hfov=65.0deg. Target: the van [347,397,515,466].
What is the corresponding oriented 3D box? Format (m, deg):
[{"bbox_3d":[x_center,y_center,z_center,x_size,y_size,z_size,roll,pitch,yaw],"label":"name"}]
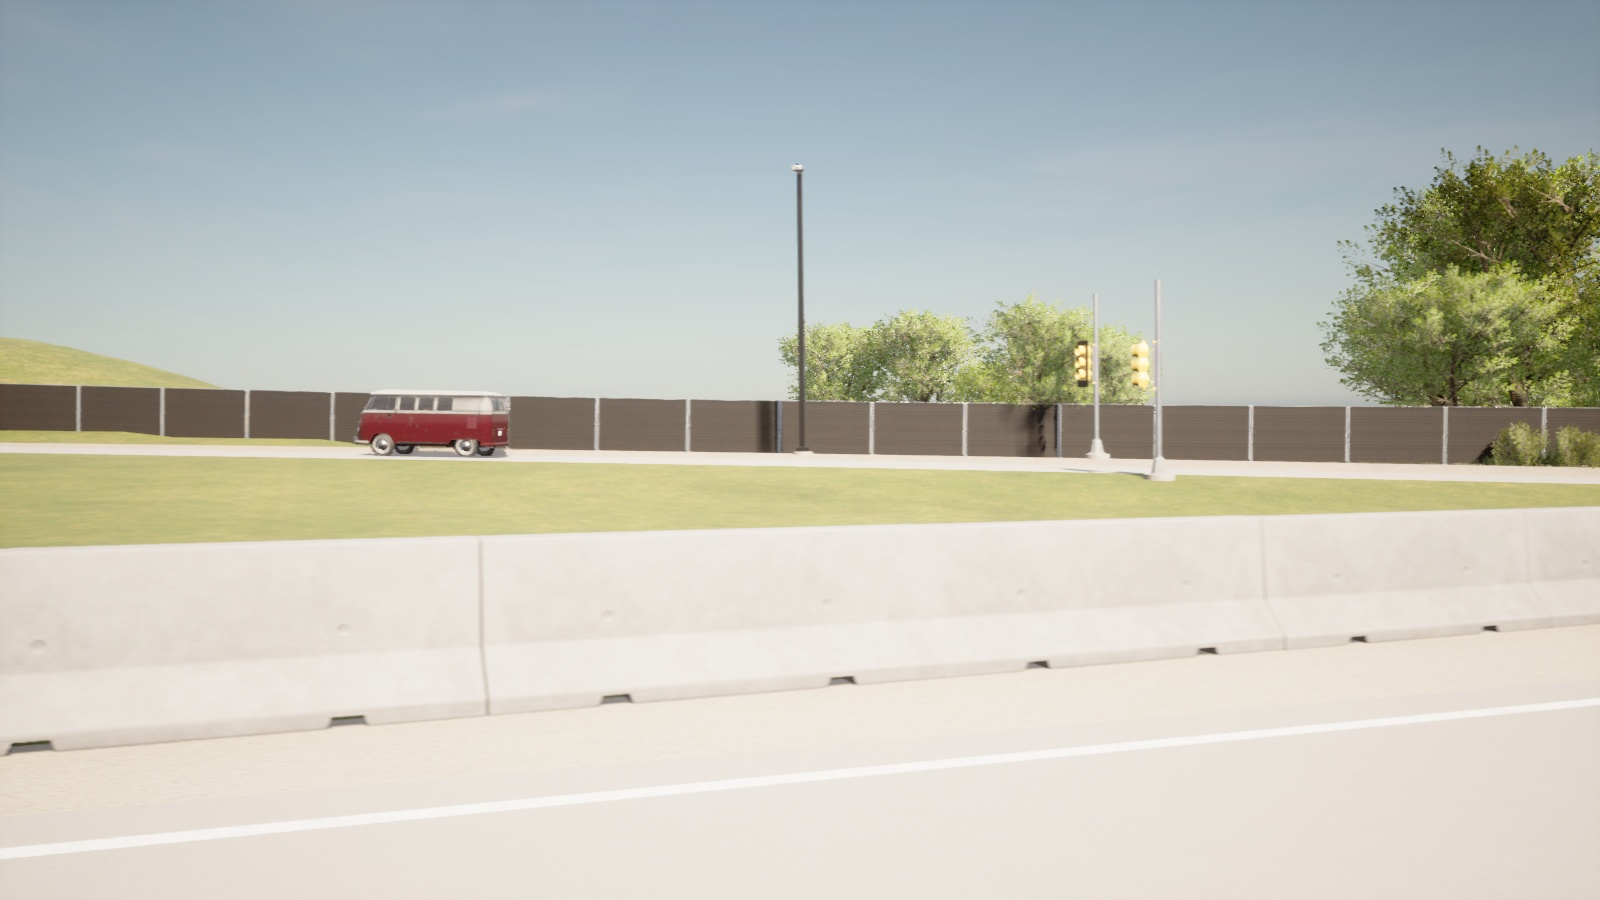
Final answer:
[{"bbox_3d":[-10.996,-0.562,37.591,4.442,1.987,1.775,0,2,6],"label":"van"}]
